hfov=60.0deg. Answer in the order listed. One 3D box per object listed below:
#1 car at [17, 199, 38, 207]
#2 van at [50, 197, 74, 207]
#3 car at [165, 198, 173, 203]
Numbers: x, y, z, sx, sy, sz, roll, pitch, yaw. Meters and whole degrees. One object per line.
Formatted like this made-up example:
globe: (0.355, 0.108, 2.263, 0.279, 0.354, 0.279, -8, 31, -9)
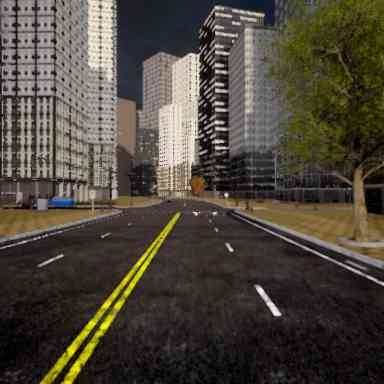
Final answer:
car: (-28.217, 1.959, 58.310, 4.507, 1.381, 1.887, 0, 0, 1)
van: (-22.677, 1.781, 58.267, 3.998, 1.788, 1.690, 0, 0, 1)
car: (-6.591, 2.465, 95.236, 1.895, 1.301, 4.718, 0, 0, -1)
